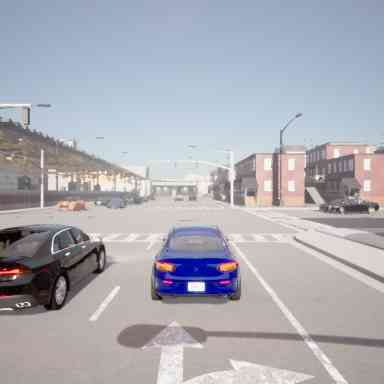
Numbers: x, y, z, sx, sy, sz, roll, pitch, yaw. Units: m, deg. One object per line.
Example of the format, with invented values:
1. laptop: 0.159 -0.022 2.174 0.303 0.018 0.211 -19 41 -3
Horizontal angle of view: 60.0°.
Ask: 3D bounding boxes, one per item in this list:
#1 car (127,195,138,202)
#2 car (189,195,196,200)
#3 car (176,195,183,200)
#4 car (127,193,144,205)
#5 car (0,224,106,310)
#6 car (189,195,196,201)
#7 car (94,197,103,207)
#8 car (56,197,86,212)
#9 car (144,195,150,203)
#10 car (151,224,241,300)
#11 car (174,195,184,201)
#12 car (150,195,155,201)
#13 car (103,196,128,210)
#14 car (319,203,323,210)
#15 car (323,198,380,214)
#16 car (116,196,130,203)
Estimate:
1. car: -13.854 1.524 77.589 1.812 1.442 4.674 0 0 0
2. car: 0.173 1.478 91.935 1.882 1.535 5.008 0 0 0
3. car: -3.327 1.524 92.156 1.812 1.442 4.674 0 0 0
4. car: -10.466 1.221 58.592 2.150 2.045 5.566 0 0 1
5. car: -3.414 1.505 7.788 1.837 1.490 4.892 0 0 0
6. car: 0.153 1.500 81.609 1.837 1.490 4.892 0 0 0
7. car: -13.992 1.491 52.481 2.128 1.511 4.902 0 0 0
8. car: -14.026 1.351 38.669 2.097 1.767 4.553 0 0 0
9. car: -10.371 1.553 68.523 1.994 1.385 4.181 0 0 0
10. car: 0.093 1.526 8.245 1.812 1.442 4.674 0 0 0
11. car: -3.346 1.595 82.110 1.895 1.301 4.718 0 0 0
12. car: -10.344 1.470 83.353 1.882 1.535 5.008 0 0 0
13. car: -10.125 1.547 44.380 2.033 1.411 5.357 0 0 -6
14. car: 17.092 1.505 38.050 4.892 1.490 1.837 0 0 0
15. car: 16.787 1.492 34.543 4.902 1.511 2.128 0 0 0
16. car: -13.882 1.525 67.106 1.812 1.442 4.674 0 0 0
